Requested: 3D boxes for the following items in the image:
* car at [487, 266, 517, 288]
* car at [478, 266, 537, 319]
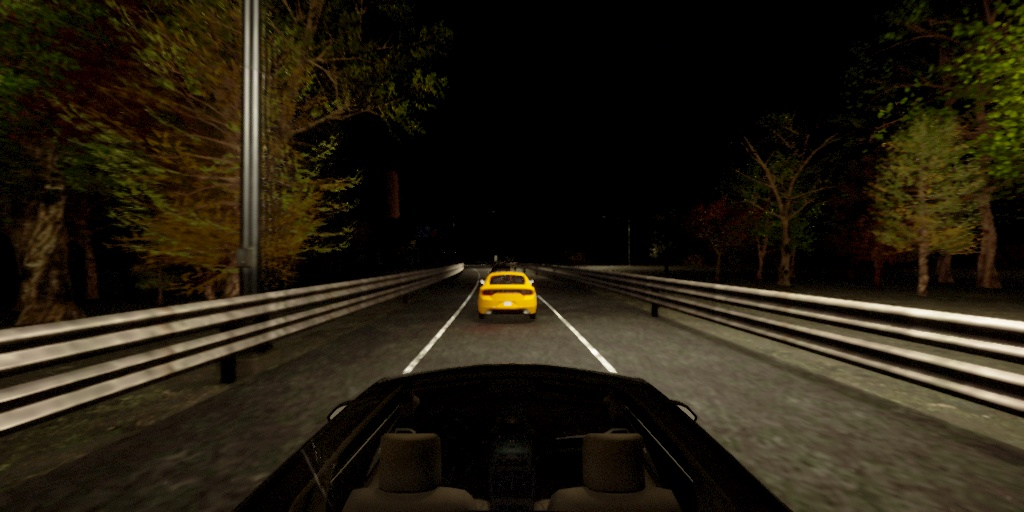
[{"bbox_3d":[-0.827,1.497,27.227,2.033,1.411,5.357,0,0,-3],"label":"car"},{"bbox_3d":[-0.179,1.317,13.374,1.882,1.535,5.008,0,0,-1],"label":"car"}]
